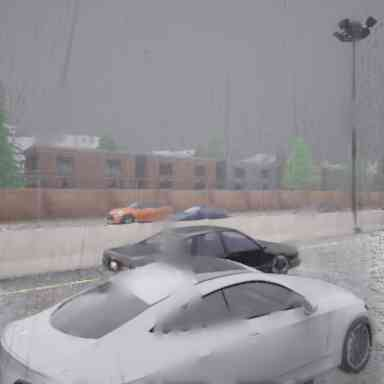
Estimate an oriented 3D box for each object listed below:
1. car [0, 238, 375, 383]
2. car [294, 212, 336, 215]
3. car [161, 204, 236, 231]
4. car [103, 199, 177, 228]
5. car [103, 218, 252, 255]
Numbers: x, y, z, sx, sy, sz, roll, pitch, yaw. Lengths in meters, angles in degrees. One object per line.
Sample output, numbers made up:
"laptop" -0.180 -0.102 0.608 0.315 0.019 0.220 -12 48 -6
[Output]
"car" 0.289 1.534 3.955 4.674 1.442 1.812 0 0 -36
"car" 8.991 1.566 23.314 4.902 1.511 2.128 0 0 -36
"car" 0.498 1.570 21.550 4.674 1.442 1.812 0 0 -36
"car" -3.526 1.388 22.979 4.553 1.767 2.097 0 0 -35
"car" 0.415 1.565 8.345 5.357 1.411 2.033 0 0 -36
